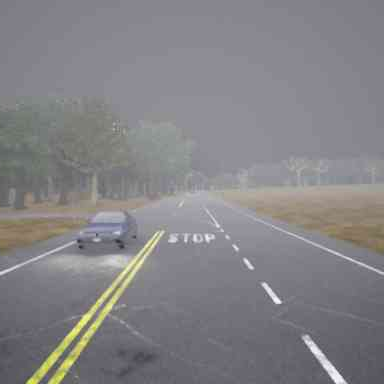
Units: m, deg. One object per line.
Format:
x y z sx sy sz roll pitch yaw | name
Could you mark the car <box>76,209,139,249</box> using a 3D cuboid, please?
-3.495 1.515 14.551 1.812 1.442 4.674 0 0 0 | car
